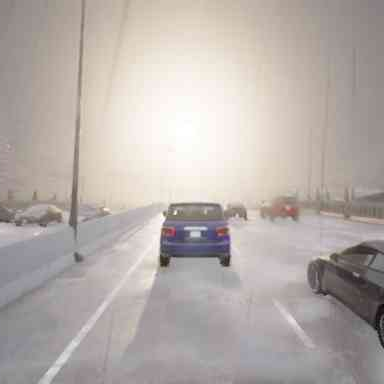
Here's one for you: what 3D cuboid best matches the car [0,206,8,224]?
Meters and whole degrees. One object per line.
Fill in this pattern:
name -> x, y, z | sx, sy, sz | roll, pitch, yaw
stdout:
car -> -14.110, 1.625, 22.989 | 2.033, 1.411, 5.357 | 0, 0, 0

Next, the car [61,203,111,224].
car -> -7.108, 1.571, 23.539 | 2.128, 1.511, 4.902 | 0, 0, 0

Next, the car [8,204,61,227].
car -> -10.609, 1.605, 23.405 | 1.812, 1.442, 4.674 | 0, 0, 0

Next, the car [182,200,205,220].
car -> 0.087, 1.580, 29.862 | 1.882, 1.535, 5.008 | 0, 0, 0

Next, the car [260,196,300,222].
car -> 7.088, 1.316, 27.248 | 2.150, 2.045, 5.566 | 0, 0, 0

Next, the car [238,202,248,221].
car -> 3.587, 1.604, 28.662 | 1.837, 1.490, 4.892 | 0, 0, 0

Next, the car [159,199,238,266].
car -> 0.095, 1.262, 11.815 | 2.150, 2.045, 5.566 | 0, 0, 0

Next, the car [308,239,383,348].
car -> 3.597, 1.546, 5.807 | 1.812, 1.442, 4.674 | 0, 0, 0
